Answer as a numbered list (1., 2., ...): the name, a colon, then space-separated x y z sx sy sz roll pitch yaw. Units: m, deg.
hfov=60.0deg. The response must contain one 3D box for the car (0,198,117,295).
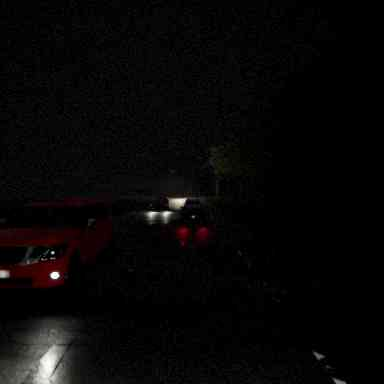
1. car: -3.592 1.214 9.077 2.150 2.045 5.566 0 0 0

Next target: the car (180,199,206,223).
1. car: 0.089 1.466 24.529 1.812 1.442 4.674 0 0 0

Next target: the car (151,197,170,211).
1. car: -3.595 1.342 38.255 1.882 1.535 5.008 0 0 0
